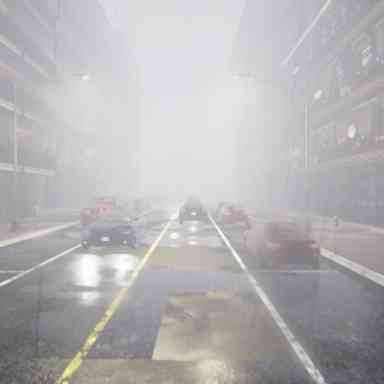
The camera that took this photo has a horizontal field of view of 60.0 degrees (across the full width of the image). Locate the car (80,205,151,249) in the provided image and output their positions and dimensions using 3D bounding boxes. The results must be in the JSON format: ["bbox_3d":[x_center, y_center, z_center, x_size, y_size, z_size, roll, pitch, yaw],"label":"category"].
[{"bbox_3d":[-3.063,1.460,13.744,1.994,1.385,4.181,0,0,0],"label":"car"}]

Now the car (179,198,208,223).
[{"bbox_3d":[0.088,1.385,23.933,1.994,1.385,4.181,0,1,0],"label":"car"}]

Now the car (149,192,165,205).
[{"bbox_3d":[-5.715,0.968,50.382,2.192,1.841,5.009,0,0,0],"label":"car"}]

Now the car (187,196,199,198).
[{"bbox_3d":[0.077,1.185,41.014,1.882,1.535,5.008,0,0,0],"label":"car"}]

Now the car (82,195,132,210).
[{"bbox_3d":[-5.698,1.150,21.932,2.192,1.841,5.009,0,0,0],"label":"car"}]

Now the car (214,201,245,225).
[{"bbox_3d":[2.682,1.417,21.937,1.802,1.307,4.206,0,0,0],"label":"car"}]

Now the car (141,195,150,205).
[{"bbox_3d":[-5.705,1.322,33.315,1.947,1.339,4.313,0,0,0],"label":"car"}]

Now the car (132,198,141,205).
[{"bbox_3d":[-5.702,1.321,27.454,1.752,1.417,4.829,0,0,0],"label":"car"}]

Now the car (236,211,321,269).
[{"bbox_3d":[2.687,1.501,10.556,1.802,1.307,4.206,0,0,0],"label":"car"}]

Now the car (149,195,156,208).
[{"bbox_3d":[-5.709,1.302,39.004,1.802,1.307,4.206,0,0,0],"label":"car"}]
